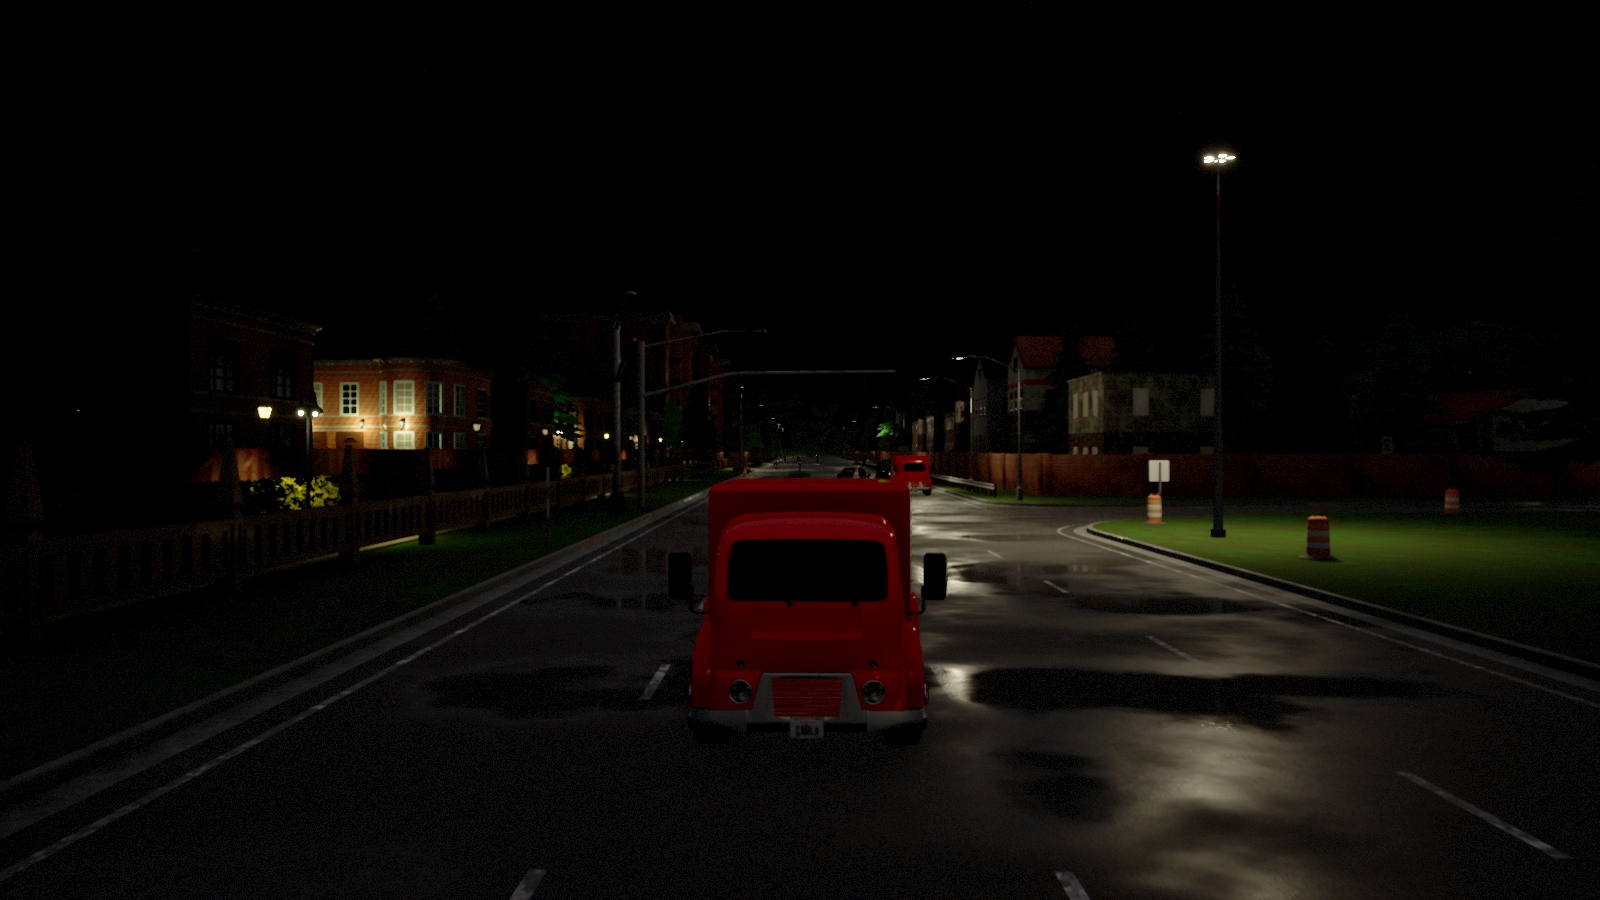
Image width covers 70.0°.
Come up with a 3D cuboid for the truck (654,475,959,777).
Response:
[{"bbox_3d":[0.107,1.568,12.443,2.627,2.467,5.204,0,0,1],"label":"truck"}]
